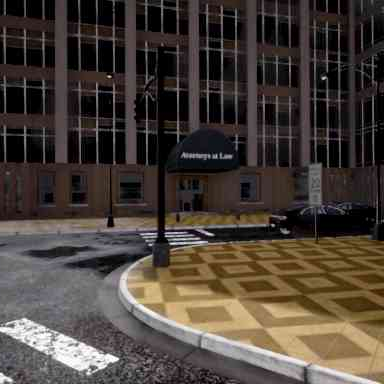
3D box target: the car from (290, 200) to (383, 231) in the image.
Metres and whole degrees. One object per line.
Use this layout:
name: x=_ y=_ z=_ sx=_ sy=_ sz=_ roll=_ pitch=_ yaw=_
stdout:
car: x=8.514 y=1.298 z=19.425 sx=4.902 sy=1.511 sz=2.128 roll=0 pitch=0 yaw=-13

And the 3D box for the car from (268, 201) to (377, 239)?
car: x=6.082 y=1.309 z=15.891 sx=4.902 sy=1.511 sz=2.128 roll=0 pitch=0 yaw=-14
